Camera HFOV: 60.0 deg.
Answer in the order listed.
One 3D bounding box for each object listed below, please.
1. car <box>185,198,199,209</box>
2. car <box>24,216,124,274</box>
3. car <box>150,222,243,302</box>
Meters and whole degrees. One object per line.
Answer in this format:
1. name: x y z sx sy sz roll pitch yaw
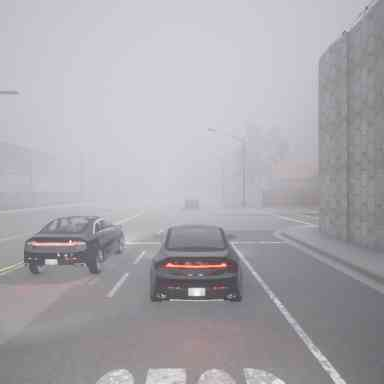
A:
1. car: -0.026 1.491 44.231 2.128 1.511 4.902 0 0 0
2. car: -3.430 1.492 10.520 2.128 1.511 4.902 0 0 0
3. car: 0.078 1.505 8.252 1.837 1.490 4.892 0 0 0
